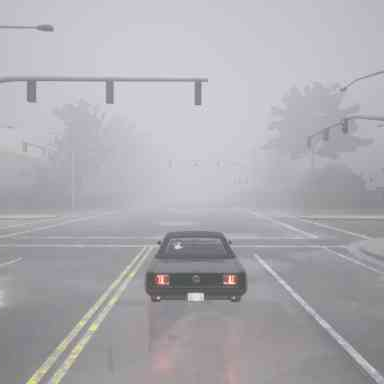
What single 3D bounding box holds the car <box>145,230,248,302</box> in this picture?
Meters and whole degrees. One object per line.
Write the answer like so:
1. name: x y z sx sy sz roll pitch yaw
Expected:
1. car: 0.065 1.601 8.208 1.895 1.301 4.718 0 0 0
